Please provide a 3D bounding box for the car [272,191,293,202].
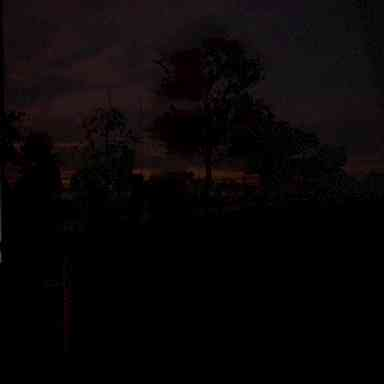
[{"bbox_3d":[13.742,0.613,50.284,1.882,1.535,5.008,0,1,37],"label":"car"}]
